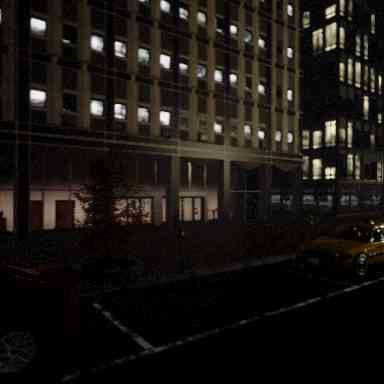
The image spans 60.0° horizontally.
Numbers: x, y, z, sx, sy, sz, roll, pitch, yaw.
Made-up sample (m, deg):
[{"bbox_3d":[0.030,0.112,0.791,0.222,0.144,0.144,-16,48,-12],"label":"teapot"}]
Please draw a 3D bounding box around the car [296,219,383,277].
[{"bbox_3d":[5.205,1.532,10.277,4.829,1.417,1.752,0,0,-36],"label":"car"}]

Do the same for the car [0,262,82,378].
[{"bbox_3d":[-3.668,1.544,3.939,4.507,1.381,1.887,0,0,-36],"label":"car"}]
